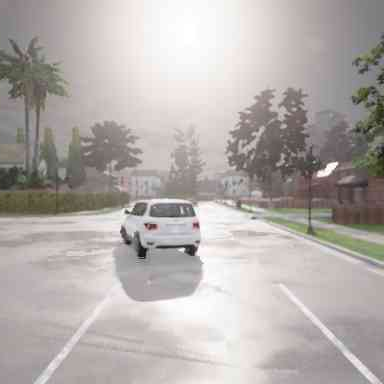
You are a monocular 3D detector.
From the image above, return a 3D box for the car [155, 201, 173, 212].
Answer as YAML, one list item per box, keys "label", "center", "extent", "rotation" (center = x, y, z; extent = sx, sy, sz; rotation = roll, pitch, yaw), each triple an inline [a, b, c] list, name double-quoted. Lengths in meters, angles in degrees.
- label: "car"
  center: [-3.588, 1.883, 43.282]
  extent: [1.895, 1.301, 4.718]
  rotation: [0, 0, 0]

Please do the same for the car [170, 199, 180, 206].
- label: "car"
  center: [-3.491, 2.042, 67.968]
  extent: [1.895, 1.301, 4.718]
  rotation: [0, 0, 0]

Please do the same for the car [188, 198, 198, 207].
- label: "car"
  center: [0.108, 1.913, 62.643]
  extent: [1.837, 1.490, 4.892]
  rotation: [0, 0, 0]

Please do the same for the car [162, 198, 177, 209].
- label: "car"
  center: [-3.570, 1.837, 53.288]
  extent: [2.128, 1.511, 4.902]
  rotation: [0, 0, 0]

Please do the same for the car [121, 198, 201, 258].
- label: "car"
  center: [-1.430, 1.309, 13.491]
  extent: [2.150, 2.045, 5.566]
  rotation: [1, -1, -19]
